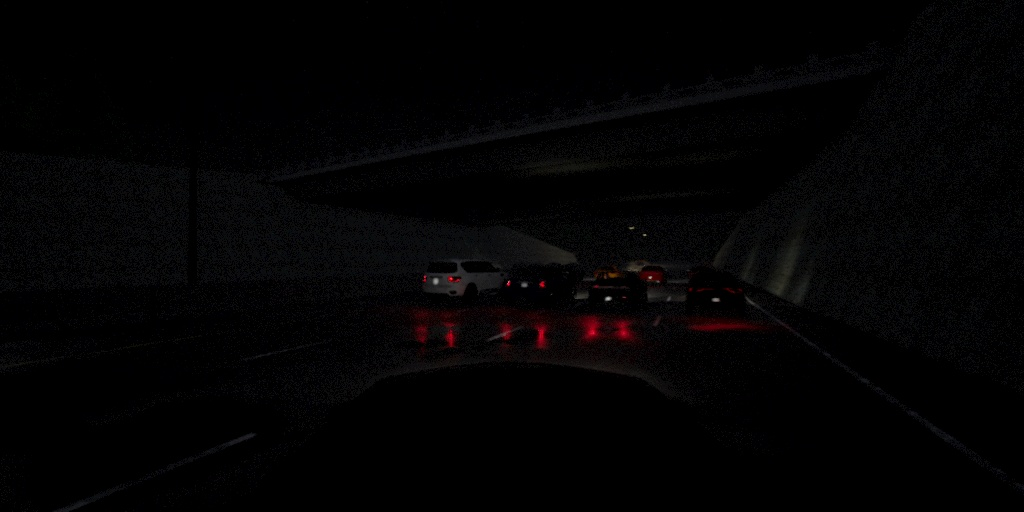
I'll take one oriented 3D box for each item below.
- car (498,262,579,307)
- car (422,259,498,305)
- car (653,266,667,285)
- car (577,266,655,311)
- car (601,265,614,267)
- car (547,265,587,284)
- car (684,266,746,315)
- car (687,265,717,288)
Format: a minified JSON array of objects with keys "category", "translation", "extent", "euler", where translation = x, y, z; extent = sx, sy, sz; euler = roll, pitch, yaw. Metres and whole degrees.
[{"category":"car","translation":[1.473,1.265,16.912],"extent":[2.097,1.767,4.553],"euler":[0,-1,27]},{"category":"car","translation":[-2.047,1.150,17.712],"extent":[2.150,2.045,5.566],"euler":[0,0,27]},{"category":"car","translation":[11.625,1.518,29.528],"extent":[1.882,1.535,5.008],"euler":[0,0,27]},{"category":"car","translation":[4.645,1.388,15.430],"extent":[2.128,1.511,4.902],"euler":[0,-1,27]},{"category":"car","translation":[8.488,1.538,31.079],"extent":[1.882,1.535,5.008],"euler":[0,0,27]},{"category":"car","translation":[5.021,1.567,31.977],"extent":[2.128,1.511,4.902],"euler":[0,-1,27]},{"category":"car","translation":[8.114,1.359,14.535],"extent":[1.882,1.535,5.008],"euler":[0,0,27]},{"category":"car","translation":[14.773,1.499,27.996],"extent":[1.882,1.535,5.008],"euler":[0,0,27]}]
